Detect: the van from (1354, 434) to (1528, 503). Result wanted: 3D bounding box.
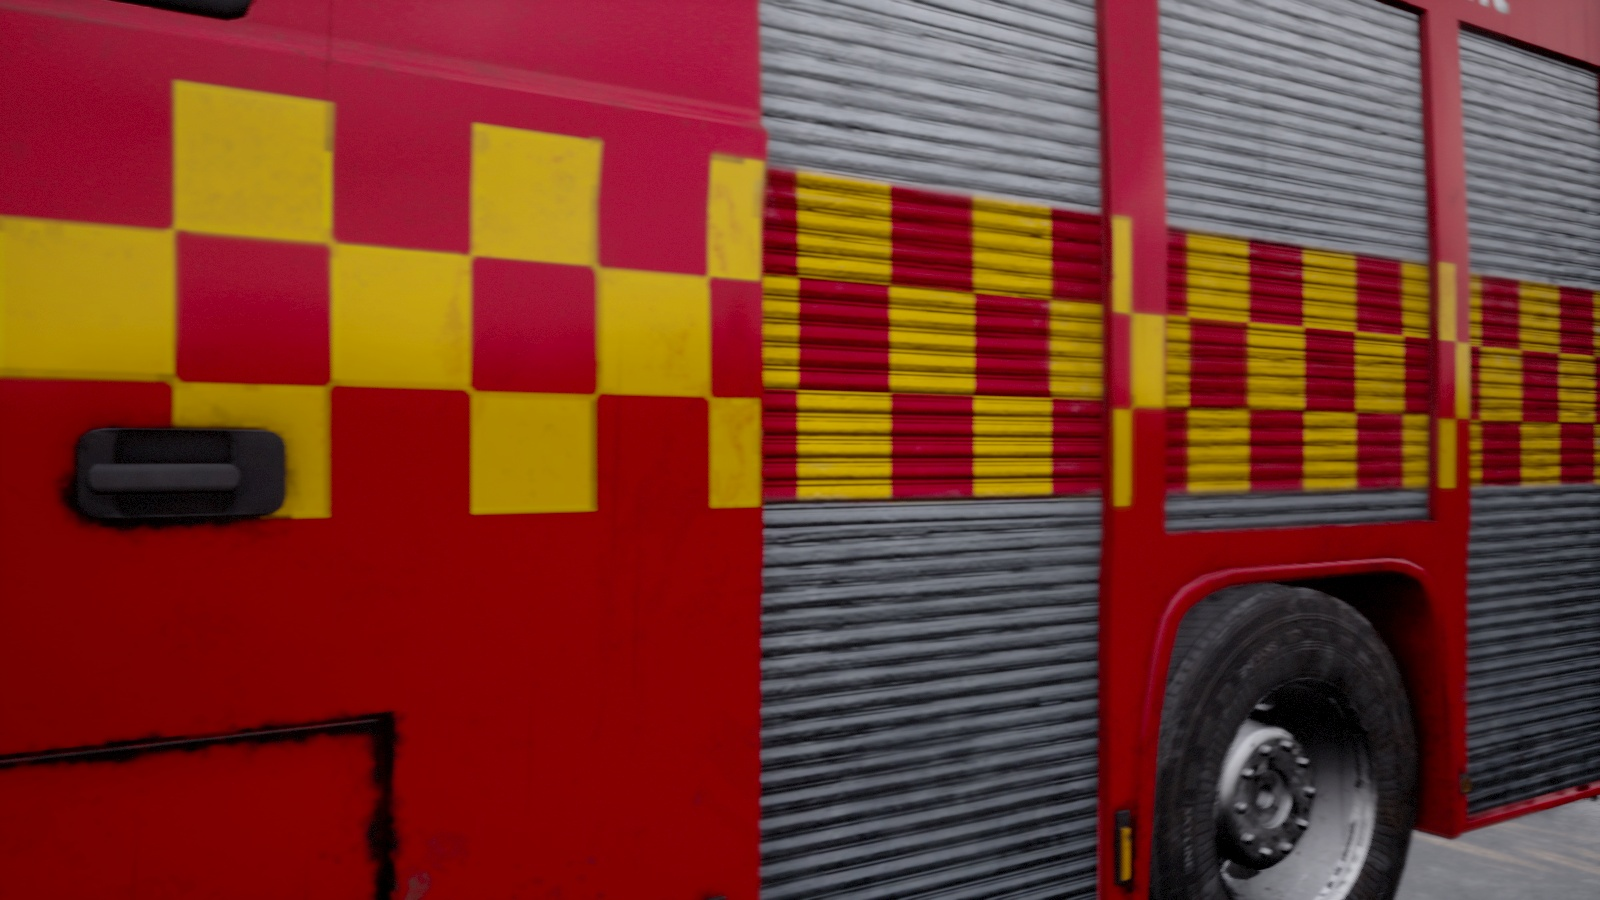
[{"bbox_3d":[19.573,0.541,38.540,1.775,1.987,4.442,0,0,-33],"label":"van"}]

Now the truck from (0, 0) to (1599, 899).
[{"bbox_3d":[-1.742,-0.410,2.965,8.468,3.827,2.891,0,0,-32],"label":"truck"}]
